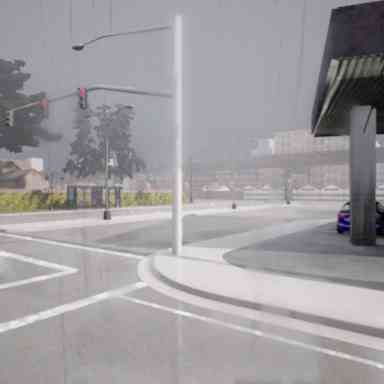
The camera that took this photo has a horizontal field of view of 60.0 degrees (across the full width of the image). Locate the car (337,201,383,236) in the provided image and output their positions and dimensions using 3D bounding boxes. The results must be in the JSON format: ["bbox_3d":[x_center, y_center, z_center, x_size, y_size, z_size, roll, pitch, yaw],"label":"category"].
[{"bbox_3d":[9.303,1.293,17.830,2.242,1.667,4.611,0,0,37],"label":"car"}]
